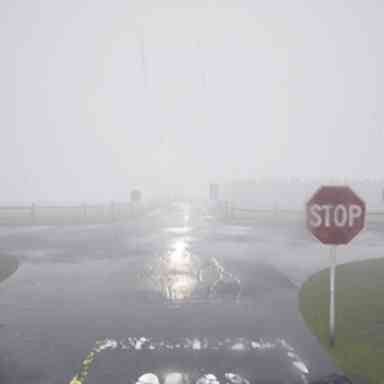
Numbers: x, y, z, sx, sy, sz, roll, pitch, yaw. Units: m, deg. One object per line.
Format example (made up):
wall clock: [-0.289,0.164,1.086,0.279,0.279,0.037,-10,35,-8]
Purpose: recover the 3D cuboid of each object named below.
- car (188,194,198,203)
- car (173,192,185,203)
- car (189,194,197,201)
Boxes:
car: [0.187,1.465,63.791,1.895,1.301,4.718,0,0,0]
car: [-2.551,1.076,67.909,2.150,2.045,5.566,0,0,0]
car: [0.216,1.167,73.764,1.837,1.490,4.892,0,0,0]
